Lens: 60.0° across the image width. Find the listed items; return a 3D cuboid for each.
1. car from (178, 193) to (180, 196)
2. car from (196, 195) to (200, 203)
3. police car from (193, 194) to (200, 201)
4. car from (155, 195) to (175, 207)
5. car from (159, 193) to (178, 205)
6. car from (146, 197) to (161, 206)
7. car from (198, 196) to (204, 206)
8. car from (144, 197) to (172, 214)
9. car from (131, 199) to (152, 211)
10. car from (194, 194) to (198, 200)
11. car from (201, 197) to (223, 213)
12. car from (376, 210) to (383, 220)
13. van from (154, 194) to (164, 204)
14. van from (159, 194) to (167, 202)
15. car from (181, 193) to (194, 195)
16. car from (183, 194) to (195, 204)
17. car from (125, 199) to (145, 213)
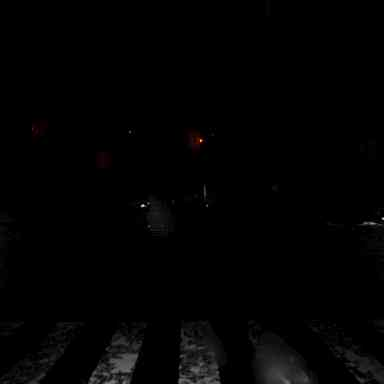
[{"bbox_3d":[-3.820,1.508,62.408,2.128,1.511,4.902,0,0,0],"label":"car"},{"bbox_3d":[2.142,1.562,52.713,2.008,1.369,4.403,0,0,-1],"label":"car"},{"bbox_3d":[1.203,1.463,90.558,1.930,1.638,5.238,0,0,-1],"label":"police car"},{"bbox_3d":[-3.583,1.485,43.479,1.882,1.535,5.008,0,0,-1],"label":"car"},{"bbox_3d":[-3.709,1.363,52.629,2.097,1.767,4.553,0,0,-1],"label":"car"},{"bbox_3d":[-6.429,1.579,55.824,1.947,1.339,4.313,0,0,-1],"label":"car"},{"bbox_3d":[2.220,1.553,47.269,1.887,1.381,4.507,0,0,-1],"label":"car"},{"bbox_3d":[-3.466,1.569,34.666,1.994,1.385,4.181,0,0,-2],"label":"car"},{"bbox_3d":[-6.220,1.557,41.254,2.008,1.369,4.403,0,0,-1],"label":"car"},{"bbox_3d":[2.000,1.567,62.584,2.008,1.369,4.403,0,0,-1],"label":"car"},{"bbox_3d":[2.376,1.556,36.381,2.008,1.369,4.403,0,0,-1],"label":"car"},{"bbox_3d":[14.710,1.249,21.033,5.357,1.411,2.033,-1,0,-1],"label":"car"},{"bbox_3d":[-6.585,1.360,66.649,1.690,1.788,3.998,0,0,-1],"label":"van"},{"bbox_3d":[-6.741,1.368,77.475,1.690,1.788,3.998,0,0,-1],"label":"van"},{"bbox_3d":[-0.943,1.549,75.571,2.128,1.511,4.902,0,0,-1],"label":"car"},{"bbox_3d":[-0.706,1.619,65.643,1.895,1.301,4.718,0,0,-1],"label":"car"},{"bbox_3d":[-6.148,1.556,36.262,2.008,1.369,4.403,0,0,-1],"label":"car"}]
